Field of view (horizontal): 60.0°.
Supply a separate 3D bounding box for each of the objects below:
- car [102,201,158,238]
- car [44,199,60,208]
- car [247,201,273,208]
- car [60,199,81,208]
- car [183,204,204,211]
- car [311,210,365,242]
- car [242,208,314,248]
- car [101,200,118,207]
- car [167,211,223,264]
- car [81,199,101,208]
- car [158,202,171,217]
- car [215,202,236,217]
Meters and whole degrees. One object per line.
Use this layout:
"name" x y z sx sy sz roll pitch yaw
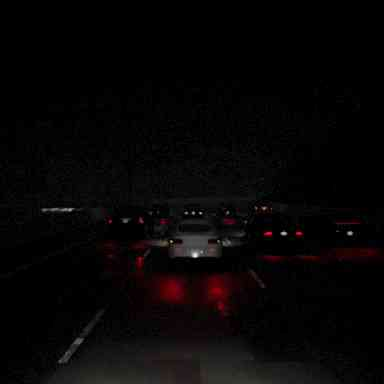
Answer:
"car" -3.391 1.539 19.094 2.097 1.767 4.553 0 -1 0
"car" -24.455 2.052 59.138 1.882 1.535 5.008 0 -1 1
"car" 7.117 1.696 34.926 2.097 1.767 4.553 0 -1 0
"car" -20.956 2.066 58.940 2.128 1.511 4.902 0 -1 1
"car" 0.115 1.847 30.540 2.033 1.411 5.357 0 -1 0
"car" 7.108 1.664 17.368 2.128 1.511 4.902 0 -1 0
"car" 3.607 1.702 15.541 2.033 1.411 5.357 0 -1 0
"car" -13.951 2.126 59.317 2.033 1.411 5.357 0 -1 1
"car" 0.097 1.646 12.168 1.812 1.442 4.674 0 -1 0
"car" -17.444 2.072 59.491 2.128 1.511 4.902 0 -1 1
"car" -3.382 1.844 35.967 2.128 1.511 4.902 0 -1 0
"car" 3.618 1.859 36.066 1.837 1.490 4.892 0 -1 0
